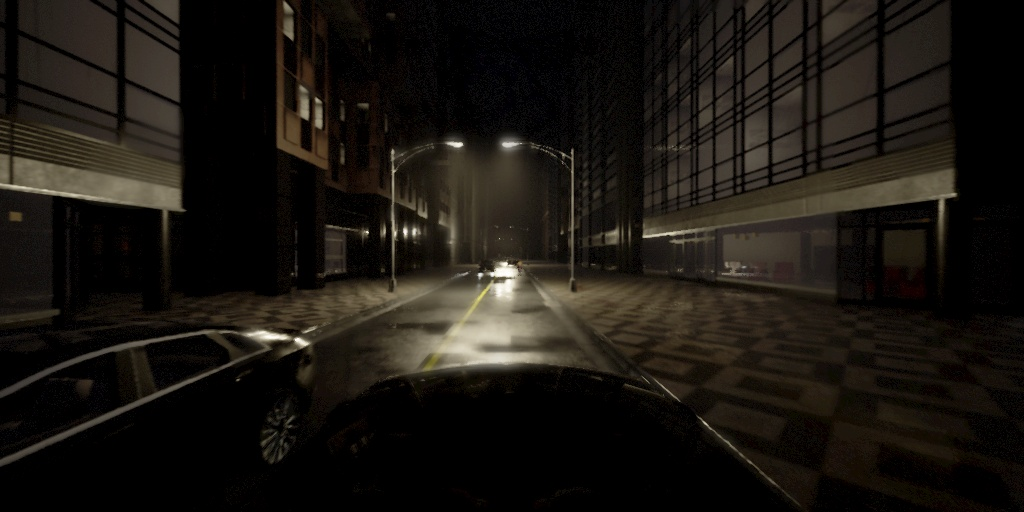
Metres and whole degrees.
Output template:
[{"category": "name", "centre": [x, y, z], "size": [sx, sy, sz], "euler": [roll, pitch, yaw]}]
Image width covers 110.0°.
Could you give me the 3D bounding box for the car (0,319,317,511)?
[{"category": "car", "centre": [-3.099, 1.242, 2.038], "size": [2.128, 1.511, 4.902], "euler": [0, 0, 0]}]

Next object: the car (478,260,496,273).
[{"category": "car", "centre": [-3.081, 1.247, 44.503], "size": [1.837, 1.490, 4.892], "euler": [0, 0, 0]}]

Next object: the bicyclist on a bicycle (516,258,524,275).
[{"category": "bicyclist on a bicycle", "centre": [0.810, 1.181, 36.320], "size": [0.866, 1.612, 1.509], "euler": [0, 0, 0]}]

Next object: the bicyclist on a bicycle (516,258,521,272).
[{"category": "bicyclist on a bicycle", "centre": [0.827, 1.114, 44.922], "size": [0.659, 1.776, 1.843], "euler": [0, 0, 0]}]
